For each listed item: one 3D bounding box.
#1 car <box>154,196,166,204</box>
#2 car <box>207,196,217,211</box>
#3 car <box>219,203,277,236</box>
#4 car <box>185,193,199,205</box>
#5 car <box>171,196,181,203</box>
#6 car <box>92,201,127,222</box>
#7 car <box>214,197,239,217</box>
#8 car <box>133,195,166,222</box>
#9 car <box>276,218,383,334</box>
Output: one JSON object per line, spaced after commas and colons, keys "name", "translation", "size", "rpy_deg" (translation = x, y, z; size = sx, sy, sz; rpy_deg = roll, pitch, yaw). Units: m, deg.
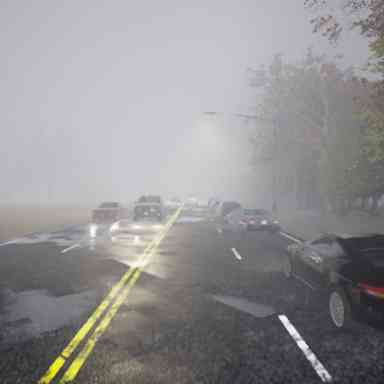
{"name": "car", "translation": [-6.508, 1.558, 68.265], "size": [1.837, 1.490, 4.892], "rpy_deg": [0, 0, 0]}
{"name": "car", "translation": [3.246, 1.486, 39.716], "size": [2.128, 1.511, 4.902], "rpy_deg": [1, -1, 0]}
{"name": "car", "translation": [3.115, 1.525, 18.055], "size": [2.033, 1.411, 5.357], "rpy_deg": [1, -1, -6]}
{"name": "car", "translation": [-0.014, 1.260, 60.317], "size": [2.150, 2.045, 5.566], "rpy_deg": [0, 0, 0]}
{"name": "car", "translation": [-3.258, 1.610, 68.266], "size": [1.994, 1.385, 4.181], "rpy_deg": [0, 0, 0]}
{"name": "car", "translation": [-6.600, 1.493, 26.907], "size": [1.882, 1.535, 5.008], "rpy_deg": [0, 0, 0]}
{"name": "car", "translation": [3.232, 1.477, 28.708], "size": [1.882, 1.535, 5.008], "rpy_deg": [-1, 0, 0]}
{"name": "car", "translation": [-3.351, 1.239, 27.034], "size": [2.150, 2.045, 5.566], "rpy_deg": [0, 0, 0]}
{"name": "car", "translation": [3.257, 1.503, 6.699], "size": [1.812, 1.442, 4.674], "rpy_deg": [1, 1, 0]}
